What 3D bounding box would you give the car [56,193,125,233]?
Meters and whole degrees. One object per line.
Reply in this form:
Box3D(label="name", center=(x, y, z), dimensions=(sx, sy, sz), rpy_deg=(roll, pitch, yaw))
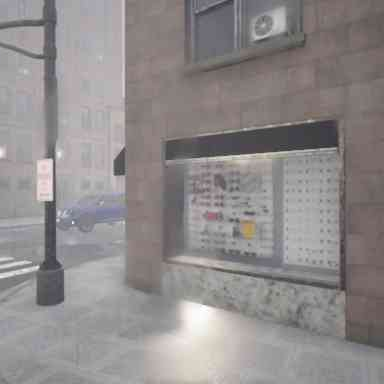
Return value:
Box3D(label="car", center=(-5.235, 1.067, 19.172), dimensions=(2.150, 2.045, 5.566), rpy_deg=(0, 0, 35))
